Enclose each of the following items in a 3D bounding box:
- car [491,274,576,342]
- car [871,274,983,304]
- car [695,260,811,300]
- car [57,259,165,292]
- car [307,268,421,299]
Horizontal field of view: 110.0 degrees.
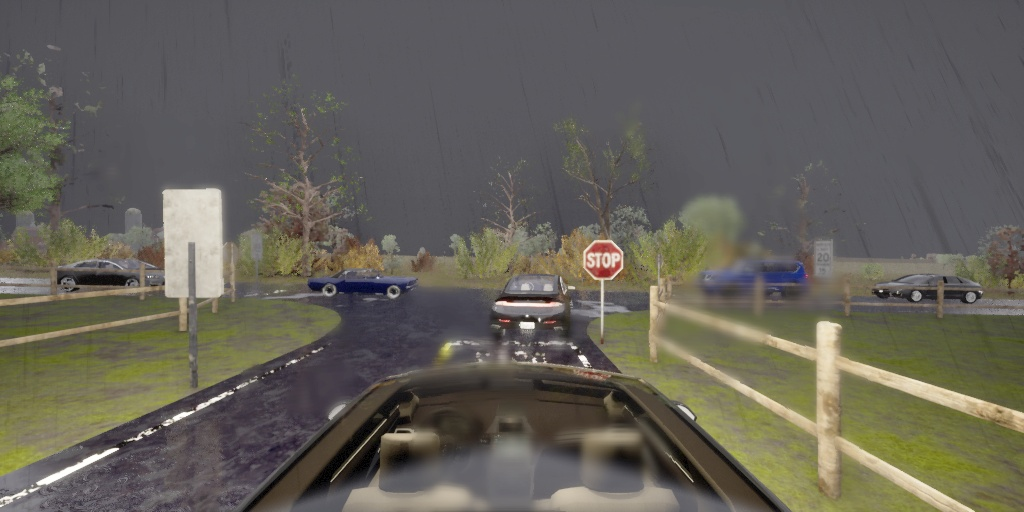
[{"bbox_3d":[0.708,1.240,9.903,2.128,1.511,4.902,0,0,9],"label":"car"},{"bbox_3d":[22.870,1.749,19.846,4.892,1.490,1.837,1,1,0],"label":"car"},{"bbox_3d":[13.250,1.260,19.855,5.566,2.045,2.150,1,1,0],"label":"car"},{"bbox_3d":[-18.487,0.885,16.953,4.902,1.511,2.128,1,1,0],"label":"car"},{"bbox_3d":[-6.819,1.248,16.935,4.718,1.301,1.895,1,1,0],"label":"car"}]
